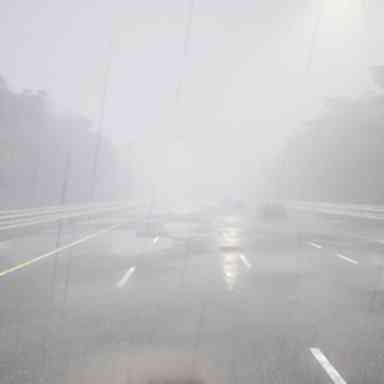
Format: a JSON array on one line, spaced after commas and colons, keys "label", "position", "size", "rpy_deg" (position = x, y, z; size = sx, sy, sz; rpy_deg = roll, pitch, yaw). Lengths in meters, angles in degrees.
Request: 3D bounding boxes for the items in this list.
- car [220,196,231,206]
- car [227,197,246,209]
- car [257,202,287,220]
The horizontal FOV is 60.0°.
[{"label": "car", "position": [7.265, 1.795, 70.174], "size": [2.150, 2.045, 5.566], "rpy_deg": [0, -1, 0]}, {"label": "car", "position": [7.143, 1.933, 51.812], "size": [1.994, 1.385, 4.181], "rpy_deg": [0, -1, 0]}, {"label": "car", "position": [7.046, 1.629, 29.621], "size": [2.128, 1.511, 4.902], "rpy_deg": [0, 0, 0]}]
